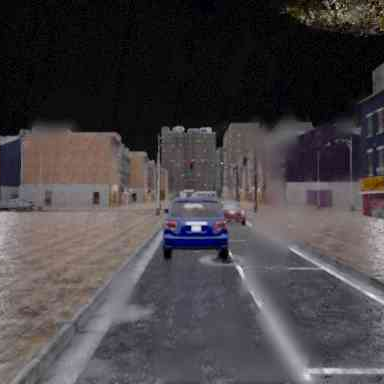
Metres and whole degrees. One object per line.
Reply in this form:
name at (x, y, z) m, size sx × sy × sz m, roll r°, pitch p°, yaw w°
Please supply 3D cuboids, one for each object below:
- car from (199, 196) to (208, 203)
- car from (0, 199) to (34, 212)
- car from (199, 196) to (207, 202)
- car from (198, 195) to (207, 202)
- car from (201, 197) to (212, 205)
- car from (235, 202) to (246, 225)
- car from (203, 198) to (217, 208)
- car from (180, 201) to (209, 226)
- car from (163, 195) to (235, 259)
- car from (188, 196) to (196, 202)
car at (2.676, 1.739, 78.044) m, size 1.752 × 1.417 × 4.829 m, roll 1°, pitch 0°, yaw 0°
car at (-21.110, 1.621, 39.024) m, size 4.902 × 1.511 × 2.128 m, roll -1°, pitch -2°, yaw 0°
car at (2.677, 1.784, 83.482) m, size 1.752 × 1.417 × 4.829 m, roll 1°, pitch 0°, yaw 0°
car at (2.683, 1.620, 88.752) m, size 2.192 × 1.841 × 5.009 m, roll 1°, pitch -1°, yaw 0°
car at (2.674, 1.622, 61.731) m, size 1.752 × 1.417 × 4.829 m, roll 1°, pitch 0°, yaw 0°
car at (2.670, 1.426, 23.941) m, size 1.967 × 1.590 × 4.097 m, roll 2°, pitch 0°, yaw 0°
car at (2.670, 1.607, 50.688) m, size 1.947 × 1.339 × 4.313 m, roll 1°, pitch 0°, yaw 0°
car at (0.105, 1.463, 24.124) m, size 1.882 × 1.535 × 5.008 m, roll 0°, pitch 0°, yaw -1°
car at (0.086, 1.206, 12.767) m, size 2.150 × 2.045 × 5.566 m, roll 0°, pitch 0°, yaw -1°
car at (0.022, 1.727, 80.790) m, size 1.837 × 1.490 × 4.892 m, roll 0°, pitch 0°, yaw 0°
